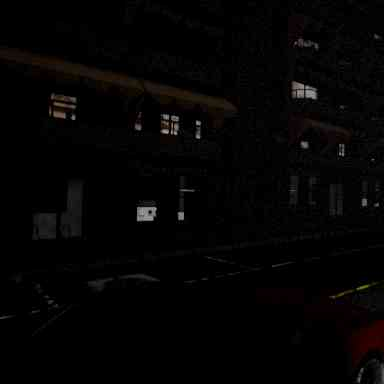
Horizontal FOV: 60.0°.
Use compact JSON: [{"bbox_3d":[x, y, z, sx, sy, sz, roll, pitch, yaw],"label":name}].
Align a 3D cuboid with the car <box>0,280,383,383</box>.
[{"bbox_3d":[0.032,1.601,3.186,4.718,1.301,1.895,0,0,-36],"label":"car"}]
